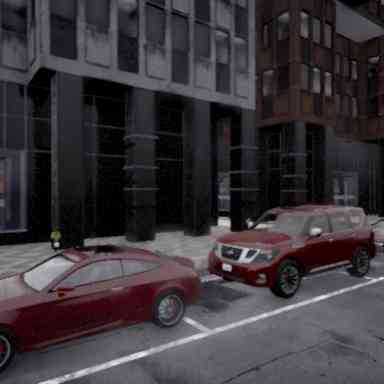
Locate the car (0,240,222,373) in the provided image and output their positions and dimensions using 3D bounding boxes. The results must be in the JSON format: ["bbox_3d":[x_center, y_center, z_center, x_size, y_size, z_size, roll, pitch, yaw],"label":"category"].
[{"bbox_3d":[-1.752,1.581,5.402,4.206,1.307,1.802,0,0,-36],"label":"car"}]

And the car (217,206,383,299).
[{"bbox_3d":[2.808,1.311,8.656,5.009,1.841,2.192,0,0,-36],"label":"car"}]
